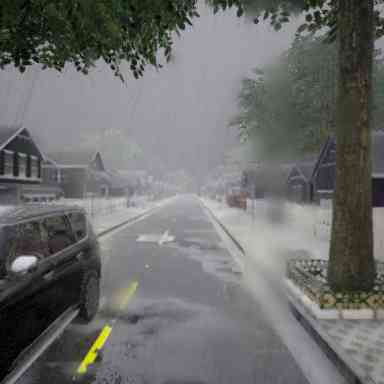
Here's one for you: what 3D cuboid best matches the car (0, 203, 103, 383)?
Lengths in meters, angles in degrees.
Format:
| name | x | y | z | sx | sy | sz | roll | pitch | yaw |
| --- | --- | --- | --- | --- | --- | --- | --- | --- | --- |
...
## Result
| name | x | y | z | sx | sy | sz | roll | pitch | yaw |
| --- | --- | --- | --- | --- | --- | --- | --- | --- | --- |
| car | -2.797 | 1.215 | 4.216 | 2.150 | 2.045 | 5.566 | 0 | 0 | 1 |
